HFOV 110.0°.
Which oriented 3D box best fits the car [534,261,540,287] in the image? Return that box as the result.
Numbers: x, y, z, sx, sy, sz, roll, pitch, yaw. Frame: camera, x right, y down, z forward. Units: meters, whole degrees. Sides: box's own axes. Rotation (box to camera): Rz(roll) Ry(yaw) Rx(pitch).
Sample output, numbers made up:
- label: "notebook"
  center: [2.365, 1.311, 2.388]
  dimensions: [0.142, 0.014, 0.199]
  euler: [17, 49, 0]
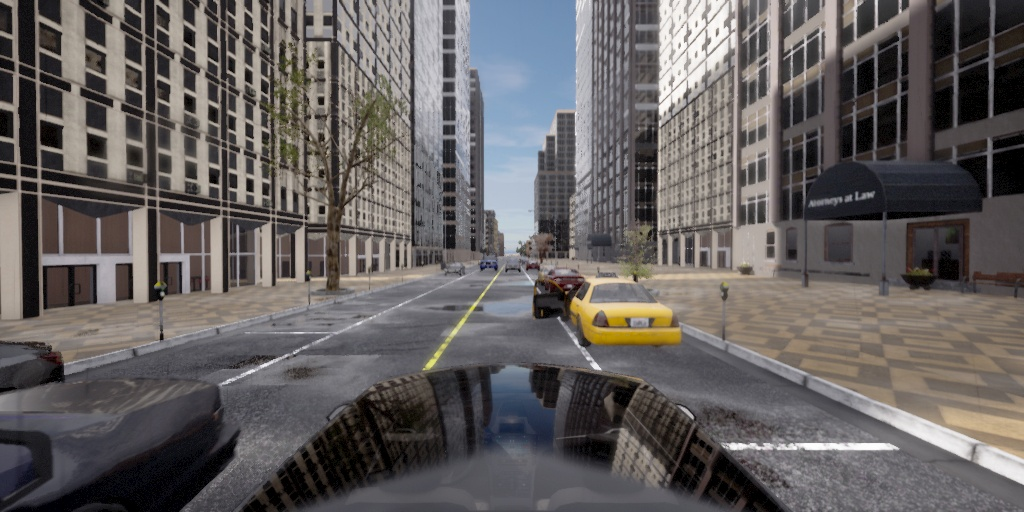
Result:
- label: "car"
  center: [2.701, 1.244, 24.818]
  dimensions: [1.751, 1.417, 4.829]
  euler: [0, 0, 0]

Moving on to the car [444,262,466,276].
- label: "car"
  center: [-5.674, 1.252, 35.927]
  dimensions: [2.007, 1.370, 4.403]
  euler: [0, 0, 0]

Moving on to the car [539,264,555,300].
- label: "car"
  center: [2.698, 1.272, 19.005]
  dimensions: [1.888, 1.381, 4.507]
  euler: [0, 0, 0]

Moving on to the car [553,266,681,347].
- label: "car"
  center: [2.354, 1.197, 9.171]
  dimensions: [1.801, 1.575, 5.366]
  euler: [0, 0, 0]

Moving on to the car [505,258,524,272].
- label: "car"
  center: [0.116, 1.238, 43.576]
  dimensions: [2.033, 1.411, 5.357]
  euler: [0, 0, 0]

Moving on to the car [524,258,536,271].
- label: "car"
  center: [2.713, 1.230, 47.219]
  dimensions: [1.888, 1.381, 4.507]
  euler: [0, 0, 0]

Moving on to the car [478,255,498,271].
- label: "car"
  center: [-2.976, 0.902, 47.346]
  dimensions: [2.150, 2.045, 5.566]
  euler: [0, 0, 0]

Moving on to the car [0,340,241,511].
- label: "car"
  center: [-3.103, 1.299, 0.470]
  dimensions: [2.033, 1.411, 5.357]
  euler: [0, 0, 0]
